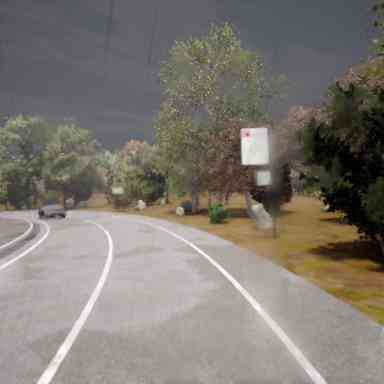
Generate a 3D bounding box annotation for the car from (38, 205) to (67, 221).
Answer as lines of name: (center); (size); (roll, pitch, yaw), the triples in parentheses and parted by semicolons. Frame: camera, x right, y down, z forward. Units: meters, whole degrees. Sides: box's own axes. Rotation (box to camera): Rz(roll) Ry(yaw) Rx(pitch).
car: (-14.017, 1.987, 33.130); (2.033, 1.411, 5.357); (-4, 1, -34)
